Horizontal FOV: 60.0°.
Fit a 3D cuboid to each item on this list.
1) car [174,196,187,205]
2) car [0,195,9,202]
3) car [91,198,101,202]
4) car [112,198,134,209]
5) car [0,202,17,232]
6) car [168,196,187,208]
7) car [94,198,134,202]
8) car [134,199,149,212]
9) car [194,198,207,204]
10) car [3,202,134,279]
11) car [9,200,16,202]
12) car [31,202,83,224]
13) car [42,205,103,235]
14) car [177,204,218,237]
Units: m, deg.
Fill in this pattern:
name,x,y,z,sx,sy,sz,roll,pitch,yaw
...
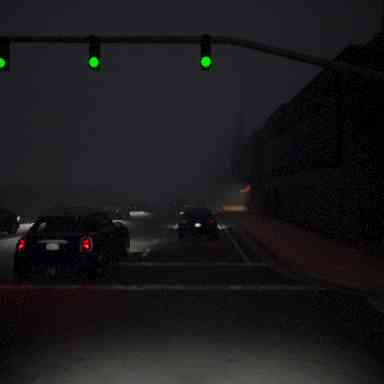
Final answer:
name,x,y,z,sx,sy,sz,roll,pitch,yaw
car,-1.941,1.422,56.615,1.837,1.490,4.892,0,0,2
car,-24.404,1.100,39.264,3.866,1.878,1.905,0,0,1
car,-9.775,1.441,35.199,2.128,1.511,4.902,0,0,2
car,-9.353,1.498,45.238,1.994,1.385,4.181,0,0,2
car,-10.418,1.481,16.359,1.837,1.490,4.892,0,0,1
car,-2.199,1.496,46.687,1.994,1.385,4.181,0,0,2
car,-6.532,1.485,28.293,1.812,1.442,4.674,0,0,2
car,-6.152,1.508,38.205,1.994,1.385,4.181,0,0,2
car,1.183,1.481,46.043,2.033,1.411,5.357,0,0,2
car,-3.325,1.337,10.135,2.097,1.767,4.553,0,0,1
car,-24.364,1.335,42.159,3.806,1.475,1.970,0,0,1
car,-10.126,1.527,25.266,1.994,1.385,4.181,0,0,4
car,-6.823,1.536,19.535,1.994,1.385,4.181,0,0,2
car,0.324,1.538,17.758,1.994,1.385,4.181,0,0,1
